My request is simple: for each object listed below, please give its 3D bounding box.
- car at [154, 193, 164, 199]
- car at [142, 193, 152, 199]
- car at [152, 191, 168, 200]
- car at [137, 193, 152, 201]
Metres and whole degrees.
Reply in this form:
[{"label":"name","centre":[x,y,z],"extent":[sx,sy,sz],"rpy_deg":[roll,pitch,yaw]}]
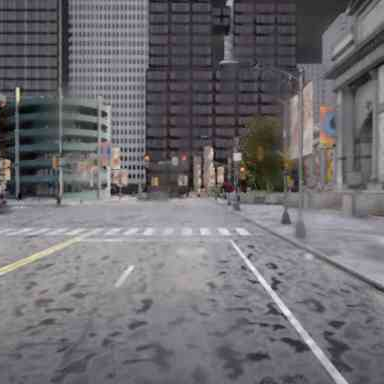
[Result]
[{"label":"car","centre":[-8.939,0.959,90.075],"extent":[1.882,1.535,5.008],"rpy_deg":[0,0,-18]},{"label":"car","centre":[-11.999,1.032,88.074],"extent":[2.033,1.411,5.357],"rpy_deg":[0,0,-14]},{"label":"car","centre":[-7.118,0.801,73.559],"extent":[2.150,2.045,5.566],"rpy_deg":[0,0,-1]},{"label":"car","centre":[-10.608,0.939,72.201],"extent":[2.097,1.767,4.553],"rpy_deg":[0,0,-1]}]
